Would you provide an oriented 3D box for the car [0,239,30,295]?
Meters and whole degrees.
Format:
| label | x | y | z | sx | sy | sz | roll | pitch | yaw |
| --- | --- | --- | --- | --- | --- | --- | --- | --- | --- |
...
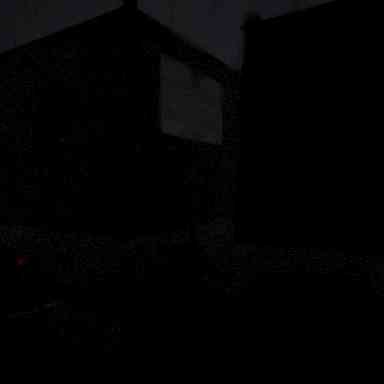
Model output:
| label | x | y | z | sx | sy | sz | roll | pitch | yaw |
| --- | --- | --- | --- | --- | --- | --- | --- | --- | --- |
| car | -5.447 | 1.524 | 7.426 | 4.674 | 1.452 | 2.002 | 0 | 0 | 36 |
